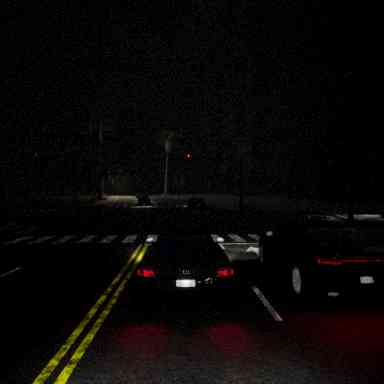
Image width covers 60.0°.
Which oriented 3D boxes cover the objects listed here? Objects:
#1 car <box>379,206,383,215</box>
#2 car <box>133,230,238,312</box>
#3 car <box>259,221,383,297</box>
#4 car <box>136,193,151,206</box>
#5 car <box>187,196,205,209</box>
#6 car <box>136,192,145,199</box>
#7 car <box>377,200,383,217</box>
[{"bbox_3d":[18.313,1.418,26.935,5.008,1.535,1.882,-1,0,12],"label":"car"},{"bbox_3d":[-0.158,1.563,7.812,1.994,1.385,4.181,0,0,-1],"label":"car"},{"bbox_3d":[3.117,1.476,8.614,1.882,1.535,5.008,0,0,-3],"label":"car"},{"bbox_3d":[-6.937,1.275,48.305,2.033,1.411,5.357,0,1,-8],"label":"car"},{"bbox_3d":[0.530,1.296,42.634,2.128,1.511,4.902,0,1,-7],"label":"car"},{"bbox_3d":[-12.525,0.811,80.531,1.837,1.490,4.892,0,1,-12],"label":"car"},{"bbox_3d":[19.319,1.489,30.045,4.181,1.385,1.994,0,0,13],"label":"car"}]
